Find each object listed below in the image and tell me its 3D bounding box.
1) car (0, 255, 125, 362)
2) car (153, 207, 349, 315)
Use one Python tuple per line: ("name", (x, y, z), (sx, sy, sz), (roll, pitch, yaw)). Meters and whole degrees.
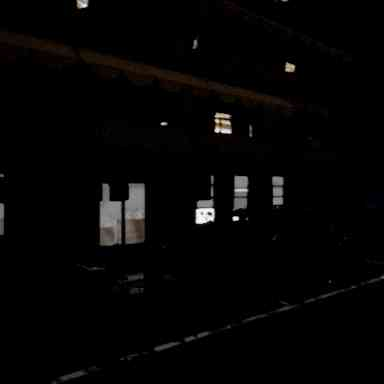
("car", (-2.984, 1.582, 4.432), (4.206, 1.307, 1.802), (0, 0, -36))
("car", (1.612, 1.302, 7.715), (5.009, 1.841, 2.192), (0, 0, -36))
